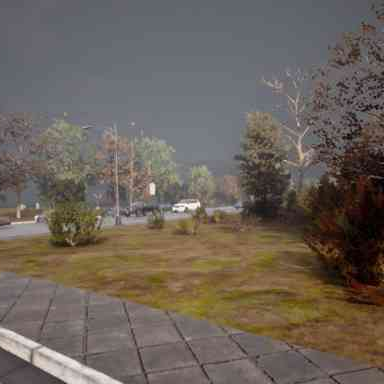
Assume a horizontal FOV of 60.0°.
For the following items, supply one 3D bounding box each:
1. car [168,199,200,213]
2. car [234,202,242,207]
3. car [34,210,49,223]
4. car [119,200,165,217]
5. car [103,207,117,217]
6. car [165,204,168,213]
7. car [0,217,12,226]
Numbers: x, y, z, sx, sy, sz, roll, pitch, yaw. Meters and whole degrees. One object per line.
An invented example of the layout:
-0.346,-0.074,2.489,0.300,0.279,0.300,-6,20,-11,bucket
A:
-0.787,2.197,52.165,2.150,2.045,5.566,-3,-2,33,car
9.582,2.480,61.678,2.033,1.411,5.357,-3,-2,33,car
-14.853,2.510,36.486,2.128,1.511,4.902,-3,-2,33,car
-6.468,2.128,43.213,2.150,2.045,5.566,-3,-2,32,car
-10.038,2.619,44.082,1.994,1.385,4.181,-3,-2,32,car
-4.571,2.612,52.713,2.128,1.511,4.902,-3,-2,32,car
-17.333,2.391,26.337,2.033,1.411,5.357,-3,-2,34,car
